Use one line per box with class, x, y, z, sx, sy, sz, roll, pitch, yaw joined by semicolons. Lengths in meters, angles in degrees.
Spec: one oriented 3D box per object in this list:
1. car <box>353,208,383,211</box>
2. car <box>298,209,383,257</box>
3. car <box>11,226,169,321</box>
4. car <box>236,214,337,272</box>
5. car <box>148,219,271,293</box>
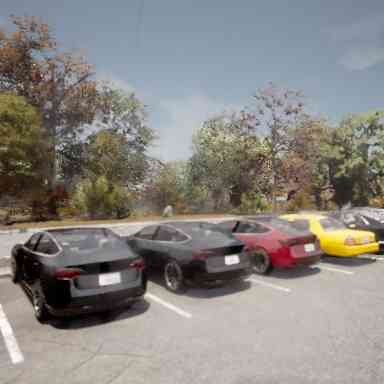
car;6.318;1.512;13.948;2.231;1.521;4.892;0;0;-36
car;3.947;1.501;12.491;1.946;1.575;5.366;0;0;-36
car;-2.742;1.514;7.527;2.163;1.488;4.792;0;0;-36
car;1.778;1.527;10.752;2.163;1.488;4.792;0;0;-36
car;-0.482;1.521;9.139;2.163;1.488;4.792;0;0;-36
